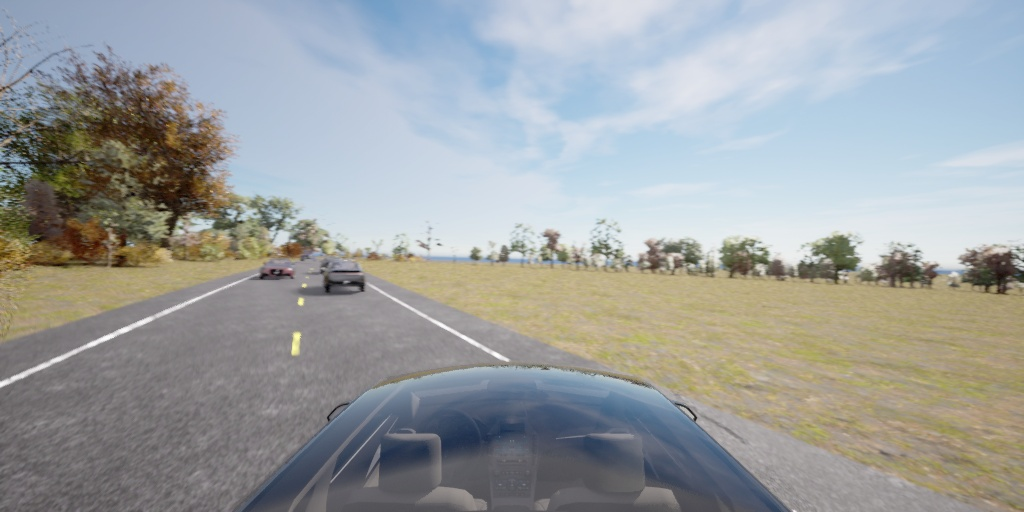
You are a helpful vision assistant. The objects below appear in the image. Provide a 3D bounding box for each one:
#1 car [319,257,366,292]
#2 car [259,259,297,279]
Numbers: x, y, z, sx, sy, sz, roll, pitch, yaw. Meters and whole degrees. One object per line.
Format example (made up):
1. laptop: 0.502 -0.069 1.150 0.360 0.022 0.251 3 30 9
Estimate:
1. car: -8.958 1.012 19.084 2.128 1.511 4.902 2 0 -29
2. car: -16.413 0.882 25.318 1.994 1.385 4.181 2 0 -28
